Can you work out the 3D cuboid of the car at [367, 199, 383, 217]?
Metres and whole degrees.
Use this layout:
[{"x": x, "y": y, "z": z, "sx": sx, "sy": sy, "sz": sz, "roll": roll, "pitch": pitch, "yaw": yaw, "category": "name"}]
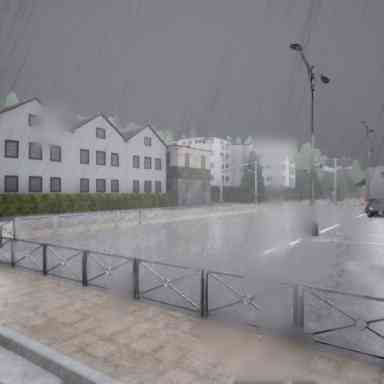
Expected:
[{"x": 15.439, "y": 1.298, "z": 26.800, "sx": 2.007, "sy": 1.523, "sz": 4.514, "roll": 0, "pitch": 0, "yaw": 35, "category": "car"}]
